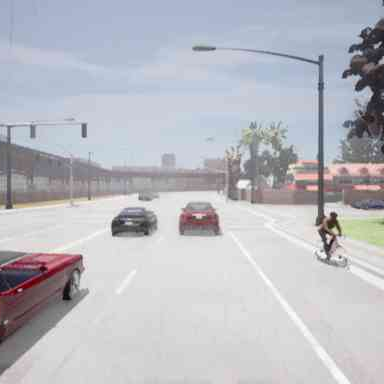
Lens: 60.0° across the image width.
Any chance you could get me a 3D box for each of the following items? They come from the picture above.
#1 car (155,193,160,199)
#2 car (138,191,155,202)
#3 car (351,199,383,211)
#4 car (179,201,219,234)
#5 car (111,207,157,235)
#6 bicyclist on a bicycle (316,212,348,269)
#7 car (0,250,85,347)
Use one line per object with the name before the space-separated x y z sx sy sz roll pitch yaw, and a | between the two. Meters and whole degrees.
car | -9.120 0.919 82.448 2.033 1.411 5.357 0 1 1
car | -9.401 0.868 66.746 2.150 2.045 5.566 0 1 1
car | 21.062 1.464 39.199 4.181 1.385 1.994 0 0 -1
car | 0.407 1.305 19.028 2.097 1.767 4.553 0 0 1
car | -3.098 1.518 18.459 1.994 1.385 4.181 0 0 1
bicyclist on a bicycle | 4.229 1.427 10.146 0.582 1.620 1.656 0 0 -11
car | -3.354 1.588 5.323 1.895 1.301 4.718 0 0 2
